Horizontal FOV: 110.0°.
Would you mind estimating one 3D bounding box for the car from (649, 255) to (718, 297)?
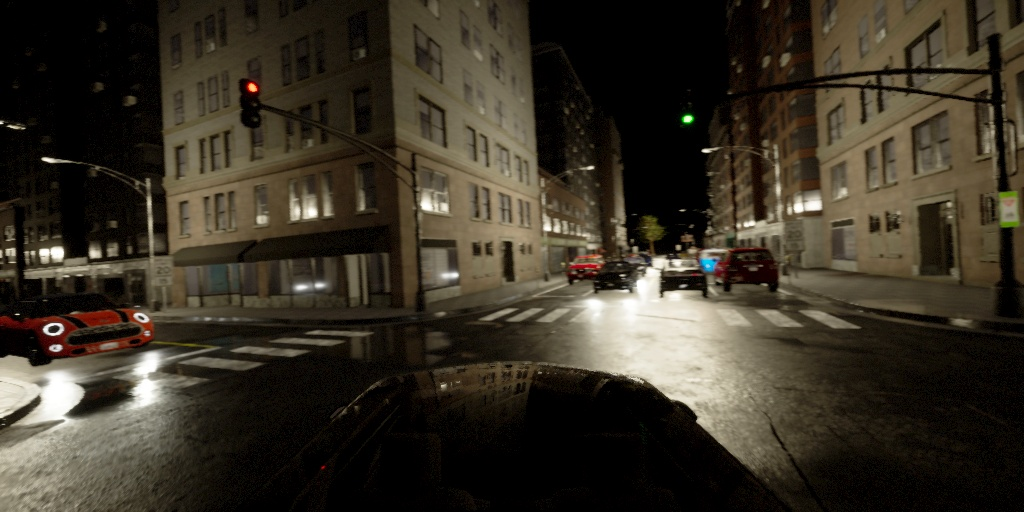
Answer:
[{"bbox_3d":[7.455,0.902,15.866,2.128,1.511,4.902,-3,0,23],"label":"car"}]

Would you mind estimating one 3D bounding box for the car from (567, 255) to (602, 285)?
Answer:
[{"bbox_3d":[5.285,0.885,24.648,2.192,1.841,5.009,0,0,23],"label":"car"}]

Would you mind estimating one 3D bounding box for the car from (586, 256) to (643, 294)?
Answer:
[{"bbox_3d":[5.497,1.008,18.750,1.882,1.535,5.008,-3,0,23],"label":"car"}]

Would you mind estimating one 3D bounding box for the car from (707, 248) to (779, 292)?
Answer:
[{"bbox_3d":[10.547,0.561,16.377,2.192,1.841,5.009,0,0,23],"label":"car"}]

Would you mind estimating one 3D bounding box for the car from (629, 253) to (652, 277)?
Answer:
[{"bbox_3d":[9.609,0.843,28.267,2.128,1.511,4.902,-3,0,24],"label":"car"}]

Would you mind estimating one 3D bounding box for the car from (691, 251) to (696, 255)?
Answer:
[{"bbox_3d":[17.076,0.277,31.540,2.192,1.841,5.009,0,0,23],"label":"car"}]

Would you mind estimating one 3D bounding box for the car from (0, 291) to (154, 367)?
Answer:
[{"bbox_3d":[-12.492,1.863,10.159,4.553,1.767,2.097,-3,0,24],"label":"car"}]

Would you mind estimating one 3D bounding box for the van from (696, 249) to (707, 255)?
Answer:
[{"bbox_3d":[14.900,0.398,26.486,1.690,1.789,3.998,0,0,23],"label":"van"}]

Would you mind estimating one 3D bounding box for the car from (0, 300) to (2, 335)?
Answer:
[{"bbox_3d":[-24.070,2.710,15.207,4.892,1.490,1.837,-3,0,24],"label":"car"}]

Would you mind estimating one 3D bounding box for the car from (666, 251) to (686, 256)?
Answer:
[{"bbox_3d":[17.213,0.512,38.474,1.812,1.442,4.674,-3,0,23],"label":"car"}]
